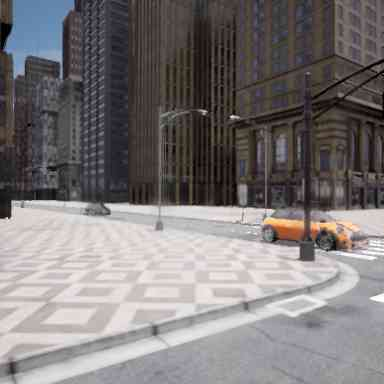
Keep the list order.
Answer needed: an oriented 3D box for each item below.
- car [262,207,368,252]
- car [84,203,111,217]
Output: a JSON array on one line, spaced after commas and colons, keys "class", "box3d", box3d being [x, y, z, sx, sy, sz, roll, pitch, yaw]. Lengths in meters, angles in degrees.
[{"class": "car", "box3d": [5.393, 1.529, 15.040, 2.097, 1.767, 4.553, 0, -1, -36]}, {"class": "car", "box3d": [-10.742, 1.989, 37.626, 1.837, 1.490, 4.892, 0, 0, -36]}]
